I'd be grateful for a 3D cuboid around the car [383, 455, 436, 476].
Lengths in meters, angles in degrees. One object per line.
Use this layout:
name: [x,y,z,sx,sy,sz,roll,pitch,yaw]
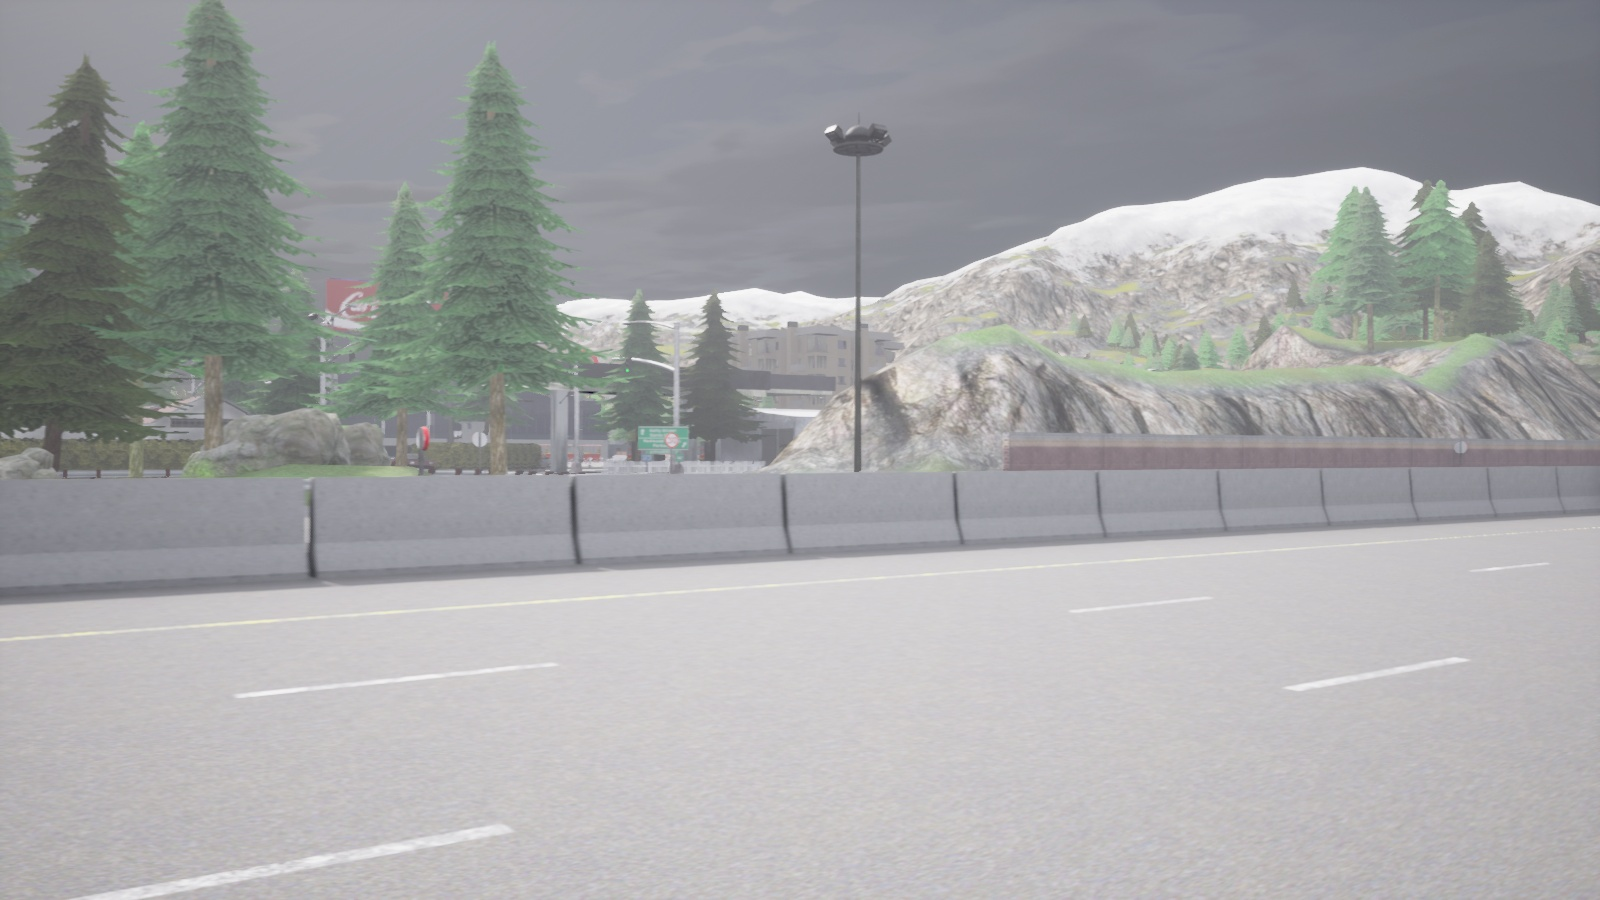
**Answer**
car: [-25.603,0.990,82.238,1.895,1.301,4.718,2,-1,-35]
